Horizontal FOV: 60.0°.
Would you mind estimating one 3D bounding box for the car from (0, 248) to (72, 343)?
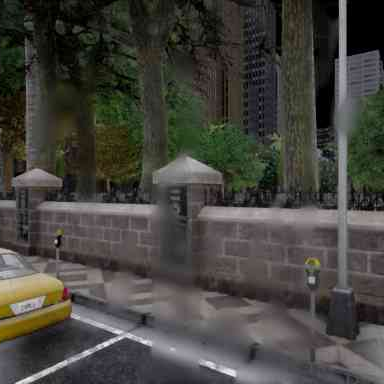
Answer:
[{"bbox_3d":[-4.131,1.526,5.926,4.829,1.417,1.752,0,0,36],"label":"car"}]
